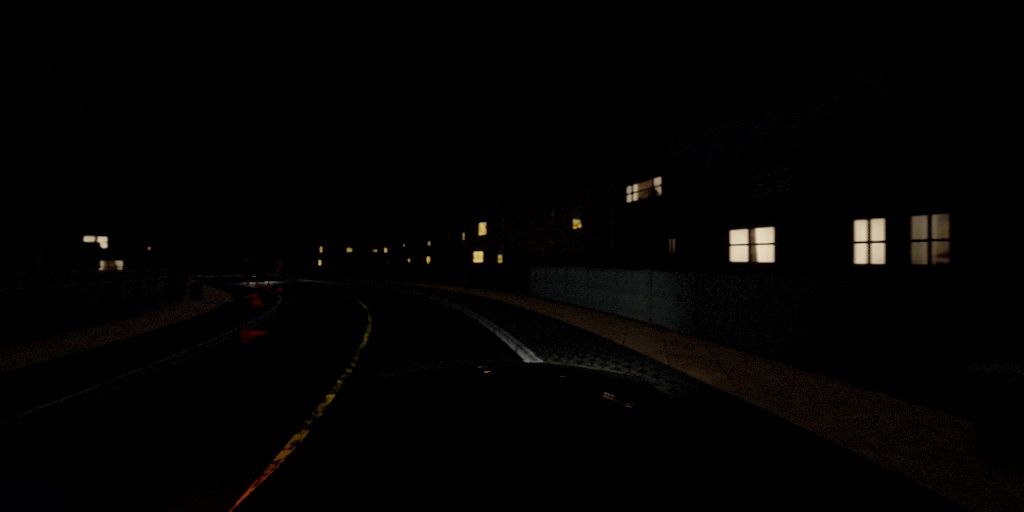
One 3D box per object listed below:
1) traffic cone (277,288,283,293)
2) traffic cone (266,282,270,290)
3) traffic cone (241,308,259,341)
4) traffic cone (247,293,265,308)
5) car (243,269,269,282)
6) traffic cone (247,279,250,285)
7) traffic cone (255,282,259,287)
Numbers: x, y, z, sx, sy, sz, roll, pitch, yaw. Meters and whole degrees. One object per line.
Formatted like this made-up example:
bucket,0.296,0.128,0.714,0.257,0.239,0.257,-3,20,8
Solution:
traffic cone,-15.393,1.990,23.812,0.340,0.580,0.340,0,0,-43
traffic cone,-18.882,2.299,27.806,0.340,0.580,0.340,0,0,-44
traffic cone,-6.379,1.631,8.568,0.340,0.580,0.340,0,0,25
traffic cone,-9.821,1.582,13.799,0.340,0.580,0.340,0,0,32
car,-30.776,2.345,43.037,4.892,1.490,1.837,-2,-2,41
traffic cone,-25.781,2.558,35.044,0.340,0.580,0.340,0,0,-44
traffic cone,-12.361,1.673,17.396,0.340,0.580,0.340,0,0,-18
